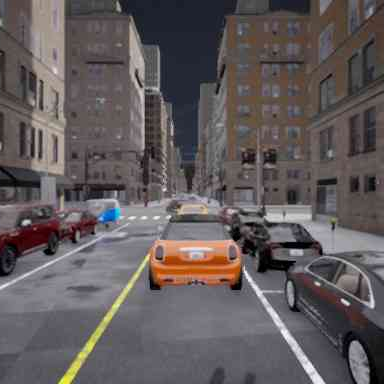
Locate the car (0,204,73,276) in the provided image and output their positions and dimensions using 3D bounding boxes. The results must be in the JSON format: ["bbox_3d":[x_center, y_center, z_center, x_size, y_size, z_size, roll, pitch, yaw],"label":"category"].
[{"bbox_3d":[-5.858,1.330,10.540,2.192,1.841,5.009,0,0,0],"label":"car"}]

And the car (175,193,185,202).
[{"bbox_3d":[-2.929,1.349,81.400,2.150,2.045,5.566,0,0,0],"label":"car"}]

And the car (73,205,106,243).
[{"bbox_3d":[-5.861,1.567,16.127,1.887,1.381,4.507,0,0,0],"label":"car"}]

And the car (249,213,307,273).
[{"bbox_3d":[2.666,1.580,10.548,1.947,1.339,4.313,0,0,0],"label":"car"}]

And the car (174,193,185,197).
[{"bbox_3d":[-2.857,1.448,66.183,2.097,1.767,4.553,0,0,0],"label":"car"}]

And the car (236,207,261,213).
[{"bbox_3d":[2.664,1.588,16.133,1.947,1.339,4.313,0,0,0],"label":"car"}]

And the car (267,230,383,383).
[{"bbox_3d":[2.668,1.558,4.963,2.008,1.369,4.403,0,0,0],"label":"car"}]

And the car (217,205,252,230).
[{"bbox_3d":[2.662,1.611,21.718,1.802,1.307,4.206,0,0,0],"label":"car"}]

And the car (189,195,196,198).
[{"bbox_3d":[0.037,1.652,87.336,2.128,1.511,4.902,0,0,0],"label":"car"}]

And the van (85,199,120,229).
[{"bbox_3d":[-5.863,1.370,21.713,1.690,1.788,3.998,0,0,0],"label":"van"}]

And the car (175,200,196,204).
[{"bbox_3d":[0.092,1.505,20.530,1.882,1.535,5.008,0,0,0],"label":"car"}]

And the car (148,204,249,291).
[{"bbox_3d":[0.058,1.365,9.190,2.097,1.767,4.553,0,0,-1],"label":"car"}]

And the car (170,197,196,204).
[{"bbox_3d":[-1.262,1.574,33.690,2.033,1.411,5.357,0,0,-19],"label":"car"}]
